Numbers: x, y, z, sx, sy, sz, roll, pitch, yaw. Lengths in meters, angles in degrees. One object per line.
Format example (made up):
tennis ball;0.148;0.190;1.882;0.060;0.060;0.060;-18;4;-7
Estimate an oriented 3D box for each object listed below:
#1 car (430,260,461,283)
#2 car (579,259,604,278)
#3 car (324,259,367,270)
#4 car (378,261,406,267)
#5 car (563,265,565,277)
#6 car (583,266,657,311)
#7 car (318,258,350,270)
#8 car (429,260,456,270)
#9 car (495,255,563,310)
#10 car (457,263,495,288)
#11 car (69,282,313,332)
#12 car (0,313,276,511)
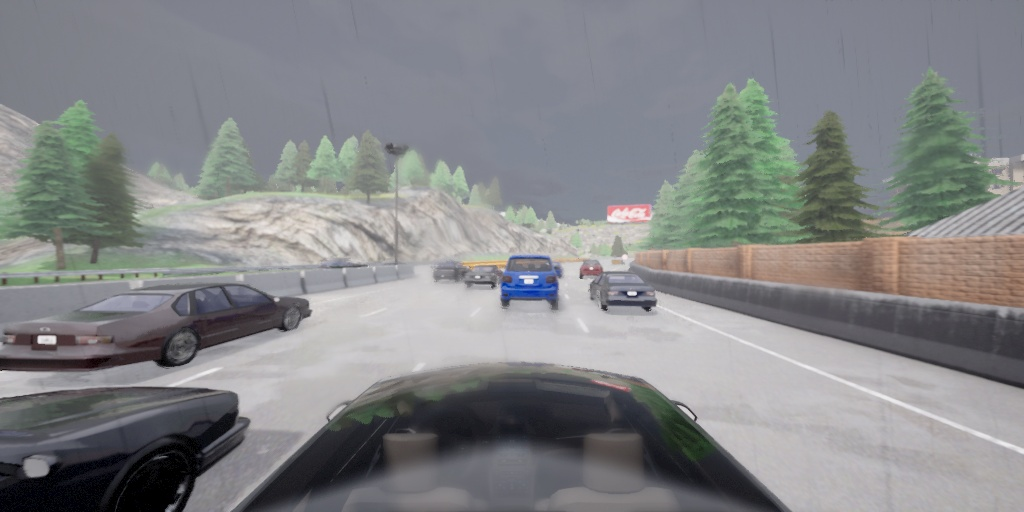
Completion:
car;-4.479;1.221;27.653;2.128;1.511;4.902;0;0;10
car;7.407;1.114;33.377;2.097;1.767;4.553;0;0;13
car;-19.397;1.284;42.539;1.895;1.301;4.718;0;0;14
car;-15.028;1.260;45.265;1.994;1.385;4.181;0;0;16
car;3.791;1.229;33.287;1.882;1.535;5.008;0;0;12
car;4.287;1.306;14.557;2.033;1.411;5.357;0;0;6
car;-22.219;1.026;45.486;2.097;1.767;4.553;0;0;15
car;-9.763;1.234;50.755;1.812;1.442;4.674;0;0;18
car;0.834;0.970;15.023;2.150;2.045;5.566;0;0;5
car;-1.646;1.287;23.550;2.033;1.411;5.357;0;0;9
car;-6.705;1.277;7.763;2.033;1.411;5.357;0;0;3
car;-3.353;1.289;0.825;2.033;1.411;5.357;0;0;0
